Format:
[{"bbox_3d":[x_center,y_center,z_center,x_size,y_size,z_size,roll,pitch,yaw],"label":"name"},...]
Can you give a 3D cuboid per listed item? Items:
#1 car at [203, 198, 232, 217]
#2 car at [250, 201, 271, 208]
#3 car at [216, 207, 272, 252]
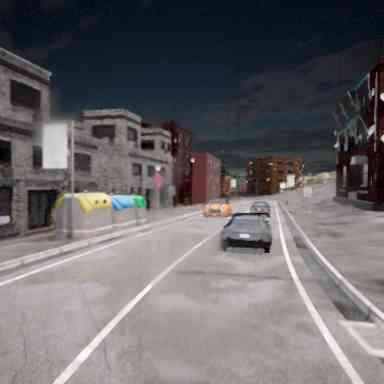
[{"bbox_3d":[2.440,1.359,30.680,2.097,1.767,4.553,1,0,14],"label":"car"},{"bbox_3d":[6.500,1.609,31.733,2.033,1.411,5.357,1,0,14],"label":"car"},{"bbox_3d":[2.368,1.589,14.225,1.994,1.385,4.181,1,0,12],"label":"car"}]
